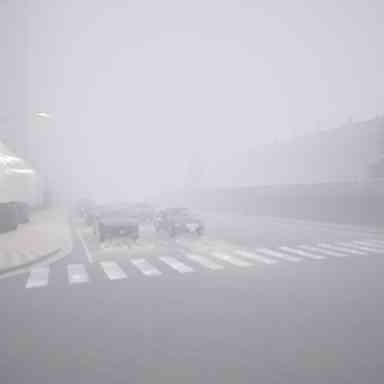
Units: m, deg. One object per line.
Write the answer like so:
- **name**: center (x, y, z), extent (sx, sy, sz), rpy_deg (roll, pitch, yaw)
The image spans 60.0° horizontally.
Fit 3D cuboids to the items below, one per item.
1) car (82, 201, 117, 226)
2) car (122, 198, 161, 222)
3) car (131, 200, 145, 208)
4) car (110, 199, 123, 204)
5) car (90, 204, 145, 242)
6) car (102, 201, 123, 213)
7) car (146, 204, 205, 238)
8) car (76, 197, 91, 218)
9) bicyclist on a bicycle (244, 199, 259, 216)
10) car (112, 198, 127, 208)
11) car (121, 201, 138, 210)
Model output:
- **car**: center (-7.523, 1.765, 26.639), extent (1.882, 1.535, 5.008), rpy_deg (0, -1, -21)
- **car**: center (-4.144, 1.623, 27.601), extent (2.097, 1.767, 4.553), rpy_deg (0, -1, -21)
- **car**: center (-10.350, 2.212, 63.539), extent (1.812, 1.442, 4.674), rpy_deg (0, -1, -21)
- **car**: center (-7.311, 1.732, 35.845), extent (2.097, 1.767, 4.553), rpy_deg (0, -1, -21)
- **car**: center (-4.160, 1.649, 17.889), extent (1.882, 1.535, 5.008), rpy_deg (0, -1, -21)
- **car**: center (-10.818, 1.992, 45.014), extent (2.128, 1.511, 4.902), rpy_deg (0, -1, -21)
- **car**: center (-0.840, 1.649, 19.005), extent (2.128, 1.511, 4.902), rpy_deg (0, -1, -21)
- **car**: center (-10.836, 1.753, 35.274), extent (2.097, 1.767, 4.553), rpy_deg (0, -1, -21)
- **bicyclist on a bicycle**: center (5.773, 1.544, 32.412), extent (1.656, 1.620, 0.582), rpy_deg (-1, -1, -21)
- **car**: center (-13.720, 2.056, 62.629), extent (2.097, 1.767, 4.553), rpy_deg (0, -1, -21)
- **car**: center (-10.007, 2.179, 53.171), extent (1.895, 1.301, 4.718), rpy_deg (0, -1, -21)
